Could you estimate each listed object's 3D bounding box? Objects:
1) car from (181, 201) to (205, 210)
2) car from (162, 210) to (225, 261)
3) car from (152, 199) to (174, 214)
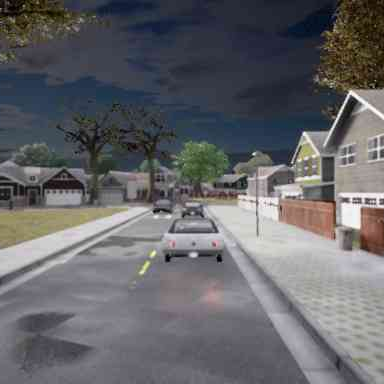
[{"bbox_3d":[0.063,1.433,27.452,1.812,1.442,4.674,0,0,0],"label":"car"},{"bbox_3d":[0.061,1.558,12.027,1.895,1.301,4.718,0,0,0],"label":"car"},{"bbox_3d":[-2.795,1.436,33.356,2.033,1.411,5.357,0,0,1],"label":"car"}]
